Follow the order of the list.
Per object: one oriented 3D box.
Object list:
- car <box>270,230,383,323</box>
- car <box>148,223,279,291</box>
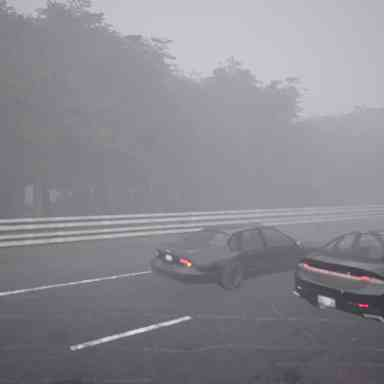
[{"bbox_3d":[4.102,1.523,6.671,4.902,1.511,2.128,0,0,-35],"label":"car"},{"bbox_3d":[1.504,1.577,9.120,5.357,1.411,2.033,0,0,-35],"label":"car"}]
